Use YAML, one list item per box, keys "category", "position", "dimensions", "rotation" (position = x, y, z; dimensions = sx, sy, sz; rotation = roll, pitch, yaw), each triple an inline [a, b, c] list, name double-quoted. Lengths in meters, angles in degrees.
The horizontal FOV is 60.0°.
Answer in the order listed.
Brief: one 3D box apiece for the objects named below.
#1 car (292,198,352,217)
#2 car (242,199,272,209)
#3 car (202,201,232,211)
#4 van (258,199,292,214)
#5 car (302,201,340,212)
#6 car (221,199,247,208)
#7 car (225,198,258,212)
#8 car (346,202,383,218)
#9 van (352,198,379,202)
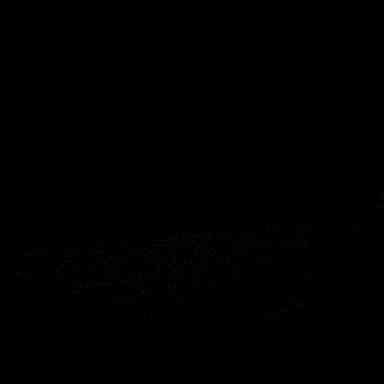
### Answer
- category: "car"
  position: [13.540, 1.621, 35.006]
  dimensions: [2.192, 1.841, 5.009]
  rotation: [-1, 0, -35]
- category: "car"
  position: [10.513, 1.936, 53.977]
  dimensions: [1.752, 1.417, 4.829]
  rotation: [-1, 0, -35]
- category: "car"
  position: [3.669, 2.019, 48.892]
  dimensions: [2.008, 1.369, 4.403]
  rotation: [-1, 0, -35]
- category: "van"
  position: [10.249, 1.703, 39.635]
  dimensions: [1.690, 1.788, 3.998]
  rotation: [-1, 0, -35]
- category: "car"
  position: [17.195, 1.868, 44.583]
  dimensions: [1.947, 1.339, 4.313]
  rotation: [-1, 0, -35]
- category: "car"
  position: [7.320, 2.005, 58.467]
  dimensions: [1.887, 1.381, 4.507]
  rotation: [-1, 0, -35]
- category: "car"
  position: [6.957, 1.731, 44.263]
  dimensions: [2.192, 1.841, 5.009]
  rotation: [-1, 0, -35]
- category: "car"
  position: [16.838, 1.830, 30.378]
  dimensions: [1.802, 1.307, 4.206]
  rotation: [-1, 0, -35]
- category: "van"
  position: [20.482, 1.588, 39.955]
  dimensions: [1.690, 1.788, 3.998]
  rotation: [-1, 0, -35]
